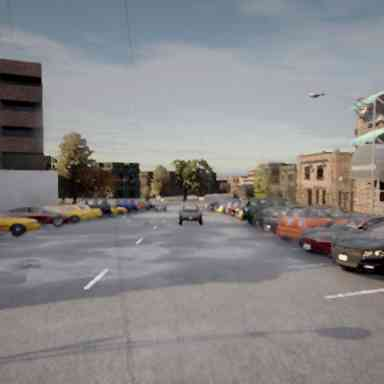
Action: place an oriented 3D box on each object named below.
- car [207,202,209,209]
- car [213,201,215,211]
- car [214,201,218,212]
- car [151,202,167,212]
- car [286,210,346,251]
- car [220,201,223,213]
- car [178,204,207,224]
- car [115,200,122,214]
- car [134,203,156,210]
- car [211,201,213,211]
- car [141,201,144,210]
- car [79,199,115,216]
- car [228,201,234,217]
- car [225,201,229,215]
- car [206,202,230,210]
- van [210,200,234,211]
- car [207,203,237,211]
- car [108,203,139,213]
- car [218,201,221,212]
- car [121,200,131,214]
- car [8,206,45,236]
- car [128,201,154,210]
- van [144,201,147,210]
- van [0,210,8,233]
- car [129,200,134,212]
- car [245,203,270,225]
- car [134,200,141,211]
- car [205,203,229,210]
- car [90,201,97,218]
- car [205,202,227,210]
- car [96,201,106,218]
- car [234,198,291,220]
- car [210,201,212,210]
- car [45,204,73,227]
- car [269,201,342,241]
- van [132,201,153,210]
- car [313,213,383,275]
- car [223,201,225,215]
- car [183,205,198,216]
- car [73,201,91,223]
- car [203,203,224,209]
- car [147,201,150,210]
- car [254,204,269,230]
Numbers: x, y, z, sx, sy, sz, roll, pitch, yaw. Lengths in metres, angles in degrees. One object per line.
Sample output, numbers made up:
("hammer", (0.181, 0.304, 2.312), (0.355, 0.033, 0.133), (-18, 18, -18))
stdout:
("car", (5.894, 2.723, 59.659), (5.008, 1.535, 2.097), (1, -2, -21))
("car", (6.060, 2.349, 47.926), (4.892, 1.521, 2.231), (1, -2, -21))
("car", (6.102, 2.254, 44.991), (5.008, 1.535, 2.097), (1, -2, -21))
("car", (-5.492, 2.727, 58.664), (2.128, 1.511, 4.902), (0, -2, 0))
("car", (6.360, 1.584, 12.710), (4.792, 1.488, 2.163), (1, 0, -20))
("car", (6.184, 2.116, 39.118), (4.674, 1.452, 2.002), (1, -2, -21))
("car", (-0.103, 1.811, 27.467), (2.128, 1.511, 4.902), (0, -1, 0))
("car", (-11.461, 2.121, 39.318), (5.366, 1.575, 1.946), (0, -2, -20))
("car", (-11.524, 3.474, 81.271), (5.008, 1.535, 2.097), (0, -2, -19))
("car", (6.021, 2.443, 50.857), (4.892, 1.521, 2.231), (1, -2, -21))
("car", (-11.773, 2.798, 60.271), (4.892, 1.521, 2.231), (0, -2, -20))
("car", (-11.630, 1.788, 36.256), (5.566, 2.045, 2.435), (0, -1, -20))
("car", (6.276, 1.849, 30.327), (5.008, 1.535, 2.097), (1, -1, -20))
("car", (6.236, 1.917, 33.258), (5.008, 1.535, 2.097), (1, -2, -20))
("car", (5.635, 2.972, 71.414), (4.553, 1.767, 2.185), (1, -2, -21))
("van", (5.892, 2.688, 65.578), (4.442, 1.987, 1.878), (1, -2, -21))
("car", (5.660, 2.809, 62.527), (5.366, 1.575, 1.946), (1, -2, -21))
("car", (-11.802, 2.729, 57.251), (4.792, 1.488, 2.163), (0, -2, -20))
("car", (6.116, 2.038, 42.054), (4.553, 1.767, 2.185), (1, -2, -21))
("car", (-11.535, 2.308, 45.308), (5.366, 1.575, 1.946), (0, -2, -21))
("car", (-11.283, 1.653, 18.382), (5.366, 1.575, 1.946), (0, -1, -20))
("car", (-11.583, 3.030, 75.299), (5.566, 2.045, 2.435), (0, -2, -19))
("van", (-11.827, 2.765, 66.242), (4.442, 1.987, 1.878), (0, -2, -19))
("van", (-11.334, 1.387, 15.368), (4.442, 1.987, 1.878), (-1, -1, -20))
("car", (-11.774, 2.157, 48.231), (5.566, 2.045, 2.435), (0, -2, -21))
("car", (6.334, 1.674, 21.530), (4.892, 1.521, 2.231), (1, -1, -20))
("car", (-11.810, 2.351, 54.246), (5.566, 2.045, 2.435), (0, -2, -20))
("car", (5.629, 3.223, 74.377), (4.792, 1.488, 2.163), (1, -2, -21))
("car", (-11.716, 1.885, 30.214), (5.366, 1.575, 1.946), (0, -1, -20))
("car", (5.512, 3.161, 77.310), (4.553, 1.767, 2.185), (1, -2, -21))
("car", (-11.747, 1.957, 33.205), (5.366, 1.575, 1.946), (0, -1, -21))
("car", (6.348, 1.477, 24.480), (5.566, 2.045, 2.435), (1, -1, -20))
("car", (5.989, 2.536, 53.790), (5.008, 1.535, 2.097), (1, -2, -21))
("car", (-11.467, 1.789, 24.310), (4.792, 1.488, 2.163), (0, -1, -20))
("car", (6.344, 1.462, 15.655), (4.553, 1.767, 2.185), (1, -1, -20))
("van", (-11.679, 3.152, 78.240), (4.442, 1.987, 1.878), (0, -2, -19))
("car", (6.404, 1.526, 9.793), (5.008, 1.535, 2.097), (1, 0, -20))
("car", (6.183, 1.868, 36.191), (4.553, 1.767, 2.185), (1, -2, -21))
("car", (-0.222, 2.335, 43.158), (1.895, 1.301, 4.718), (0, -2, 0))
("car", (-11.345, 1.814, 27.353), (5.366, 1.575, 1.946), (0, -1, -20))
("car", (5.412, 3.515, 83.208), (4.674, 1.452, 2.002), (1, -2, -21))
("car", (-11.652, 2.962, 69.291), (4.553, 1.767, 2.185), (0, -2, -19))
("car", (6.352, 1.630, 18.592), (4.892, 1.521, 2.231), (1, -1, -20))
